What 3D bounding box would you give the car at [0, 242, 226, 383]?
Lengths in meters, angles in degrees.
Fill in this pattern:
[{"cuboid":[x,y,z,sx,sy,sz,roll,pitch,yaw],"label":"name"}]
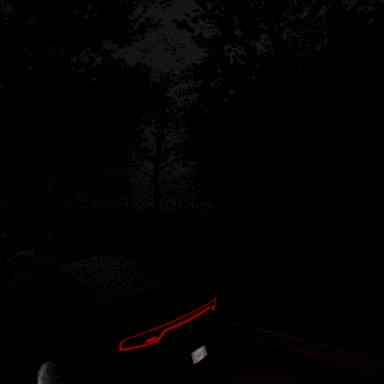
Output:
[{"cuboid":[-1.943,1.481,4.763,5.008,1.535,1.882,0,0,35],"label":"car"}]
